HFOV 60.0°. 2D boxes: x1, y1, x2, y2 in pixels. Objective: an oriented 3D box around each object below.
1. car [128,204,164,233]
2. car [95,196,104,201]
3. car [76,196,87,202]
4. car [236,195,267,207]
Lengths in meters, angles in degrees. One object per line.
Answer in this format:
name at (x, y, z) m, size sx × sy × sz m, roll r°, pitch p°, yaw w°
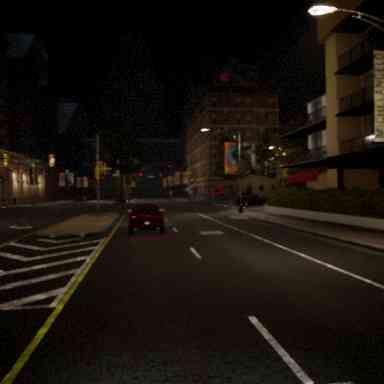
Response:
car at (-2.691, 1.445, 19.488) m, size 1.882 × 1.535 × 5.008 m, roll -1°, pitch 0°, yaw -9°
car at (-24.965, 1.627, 89.950) m, size 1.895 × 1.301 × 4.718 m, roll -1°, pitch 0°, yaw -9°
car at (-26.835, 1.687, 80.511) m, size 1.895 × 1.301 × 4.718 m, roll -1°, pitch 0°, yaw -9°
car at (8.375, 1.223, 44.966) m, size 4.892 × 1.490 × 1.837 m, roll -1°, pitch -1°, yaw -13°
